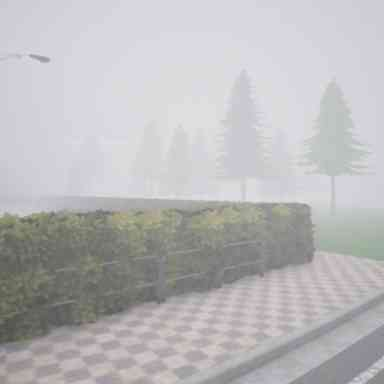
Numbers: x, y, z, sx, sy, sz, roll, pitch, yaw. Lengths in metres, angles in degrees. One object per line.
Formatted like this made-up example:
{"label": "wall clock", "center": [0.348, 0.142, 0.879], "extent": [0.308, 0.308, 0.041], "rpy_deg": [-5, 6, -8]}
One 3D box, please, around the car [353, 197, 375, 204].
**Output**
{"label": "car", "center": [33.038, 1.653, 63.509], "extent": [1.895, 1.301, 4.718], "rpy_deg": [0, 0, 10]}

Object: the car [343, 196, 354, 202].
{"label": "car", "center": [34.801, 1.606, 73.329], "extent": [1.895, 1.301, 4.718], "rpy_deg": [0, 0, 10]}
